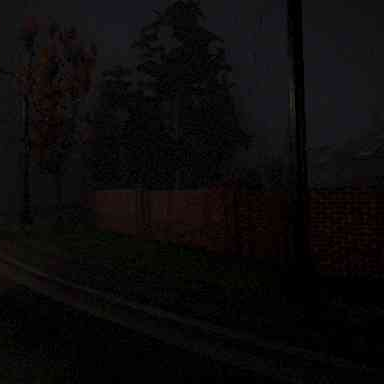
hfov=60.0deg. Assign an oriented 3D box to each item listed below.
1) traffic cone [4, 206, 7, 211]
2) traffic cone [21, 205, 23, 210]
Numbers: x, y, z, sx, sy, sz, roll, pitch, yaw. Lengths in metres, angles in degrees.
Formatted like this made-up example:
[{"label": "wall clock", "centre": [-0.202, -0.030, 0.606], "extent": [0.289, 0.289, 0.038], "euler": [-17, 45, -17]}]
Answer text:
[{"label": "traffic cone", "centre": [-23.391, 2.036, 41.713], "extent": [0.340, 0.580, 0.340], "euler": [-1, 0, -8]}, {"label": "traffic cone", "centre": [-21.409, 1.989, 41.974], "extent": [0.340, 0.580, 0.340], "euler": [-1, 0, -8]}]
